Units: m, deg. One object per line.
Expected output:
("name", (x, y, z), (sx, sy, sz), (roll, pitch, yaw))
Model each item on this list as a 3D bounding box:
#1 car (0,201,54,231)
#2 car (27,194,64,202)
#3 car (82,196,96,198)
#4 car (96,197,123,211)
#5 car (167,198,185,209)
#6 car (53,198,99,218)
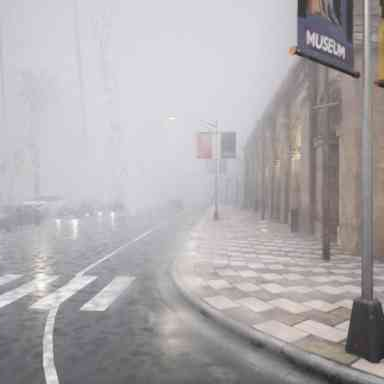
("car", (-11.141, 1.547, 20.861), (2.033, 1.411, 5.357), (0, 0, 4))
("car", (-13.862, 1.221, 31.280), (2.150, 2.045, 5.566), (0, 0, 5))
("car", (-13.006, 1.351, 41.570), (2.097, 1.767, 4.553), (0, 0, 5))
("car", (-9.613, 1.525, 40.119), (1.812, 1.442, 4.674), (0, 0, 5))
("car", (-2.147, 1.593, 44.561), (1.837, 1.490, 4.892), (0, 0, 5))
("car", (-10.428, 1.525, 30.263), (1.812, 1.442, 4.674), (0, 0, 5))
